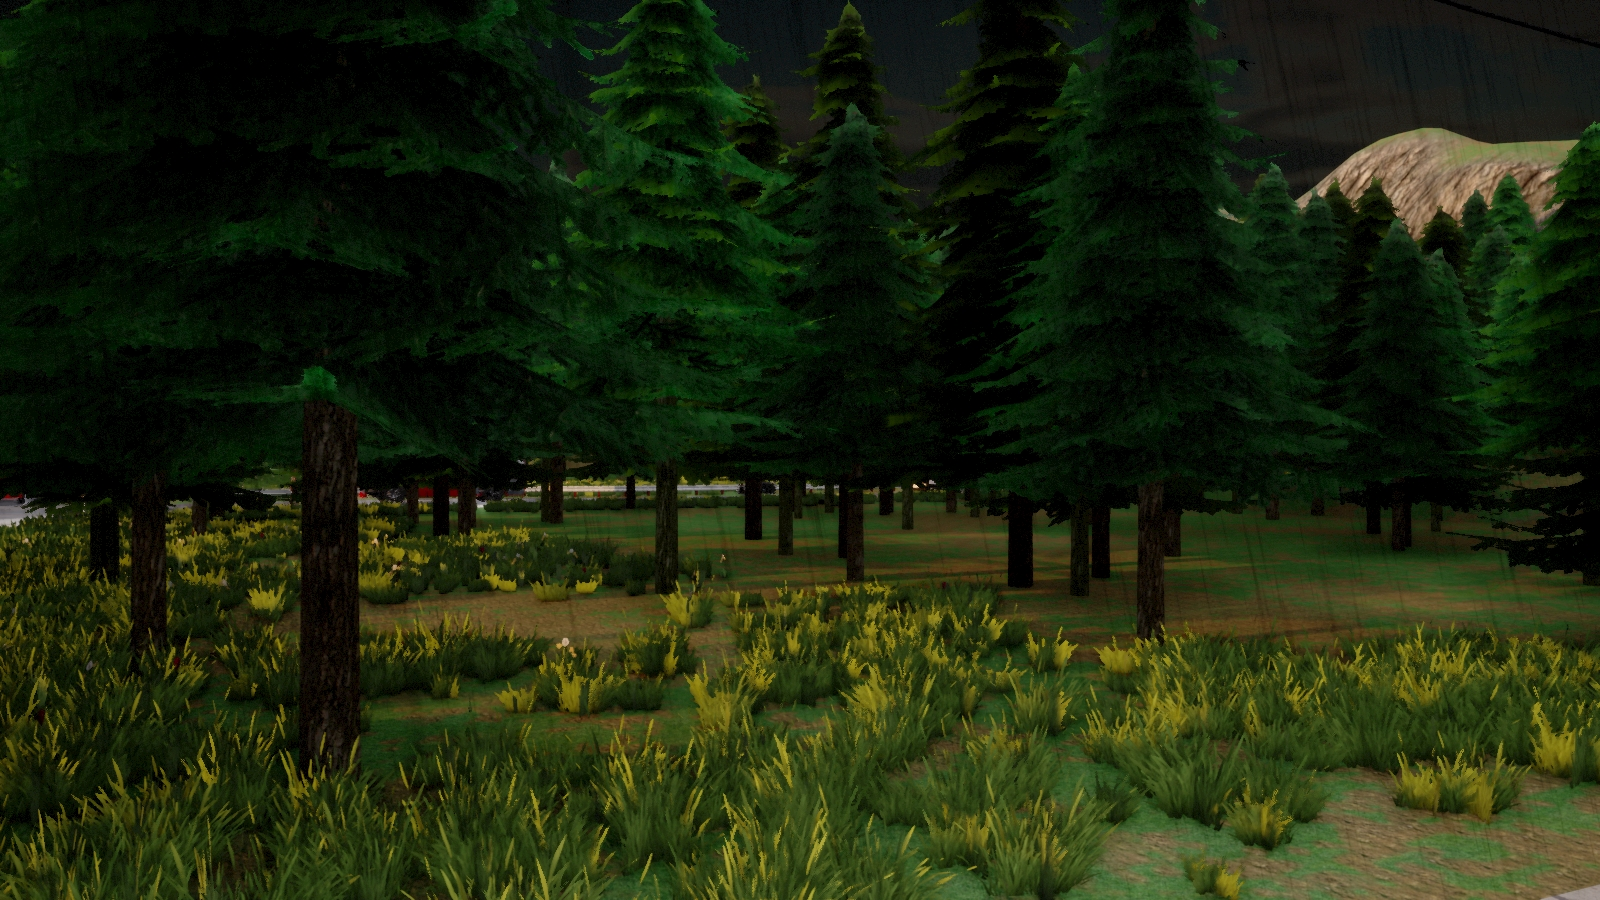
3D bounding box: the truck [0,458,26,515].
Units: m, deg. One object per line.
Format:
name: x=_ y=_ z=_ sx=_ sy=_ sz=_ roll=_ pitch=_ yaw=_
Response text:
truck: x=-37.481 y=1.575 z=50.425 sx=5.204 sy=2.467 sz=2.627 roll=1 pitch=-1 yaw=-28
